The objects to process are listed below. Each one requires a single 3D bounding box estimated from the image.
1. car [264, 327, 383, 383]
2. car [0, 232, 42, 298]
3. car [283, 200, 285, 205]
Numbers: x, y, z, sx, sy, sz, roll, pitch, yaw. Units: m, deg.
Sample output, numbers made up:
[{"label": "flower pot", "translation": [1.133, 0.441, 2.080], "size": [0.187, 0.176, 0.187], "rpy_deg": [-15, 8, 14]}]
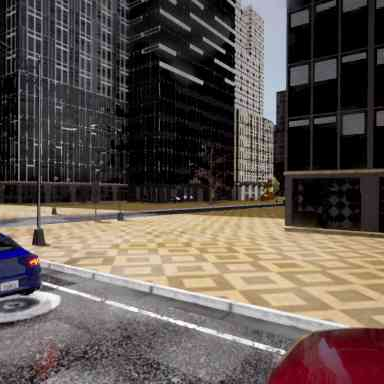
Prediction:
[{"label": "car", "translation": [2.452, 1.564, 1.926], "size": [4.181, 1.385, 1.994], "rpy_deg": [0, 0, 35]}, {"label": "car", "translation": [-5.144, 1.523, 7.362], "size": [4.674, 1.442, 1.812], "rpy_deg": [0, 0, 36]}, {"label": "car", "translation": [19.024, 1.796, 63.544], "size": [1.837, 1.490, 4.892], "rpy_deg": [1, 0, 37]}]
